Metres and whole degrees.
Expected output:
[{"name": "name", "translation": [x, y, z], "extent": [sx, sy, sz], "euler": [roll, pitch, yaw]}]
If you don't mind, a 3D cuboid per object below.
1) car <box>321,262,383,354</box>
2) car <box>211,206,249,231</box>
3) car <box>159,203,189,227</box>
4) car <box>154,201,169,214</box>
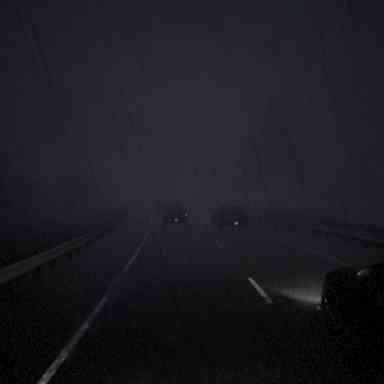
[{"name": "car", "translation": [3.469, 1.603, 4.672], "extent": [1.994, 1.385, 4.181], "euler": [0, -1, -1]}, {"name": "car", "translation": [2.451, 1.693, 22.370], "extent": [2.128, 1.511, 4.902], "euler": [0, -1, -5]}, {"name": "car", "translation": [-1.313, 1.755, 24.821], "extent": [1.812, 1.442, 4.674], "euler": [0, -1, -6]}, {"name": "car", "translation": [-3.684, 1.891, 41.860], "extent": [1.837, 1.490, 4.892], "euler": [0, -1, -10]}]
